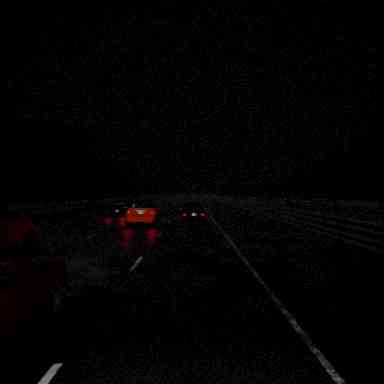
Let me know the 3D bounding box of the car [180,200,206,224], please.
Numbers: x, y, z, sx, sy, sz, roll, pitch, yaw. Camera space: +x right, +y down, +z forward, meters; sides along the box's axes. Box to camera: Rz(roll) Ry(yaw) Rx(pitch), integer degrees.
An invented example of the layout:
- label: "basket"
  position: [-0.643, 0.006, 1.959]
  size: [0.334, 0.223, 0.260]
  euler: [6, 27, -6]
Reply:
- label: "car"
  position: [0.107, 1.580, 24.835]
  size: [2.033, 1.411, 5.357]
  euler: [0, 0, 0]

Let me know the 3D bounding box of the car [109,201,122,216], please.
- label: "car"
  position: [-6.899, 1.578, 32.957]
  size: [1.812, 1.442, 4.674]
  euler: [0, 0, 0]

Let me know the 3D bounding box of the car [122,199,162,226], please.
- label: "car"
  position: [-3.389, 1.378, 24.112]
  size: [2.097, 1.767, 4.553]
  euler: [1, 0, 0]

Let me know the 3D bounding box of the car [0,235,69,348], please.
- label: "car"
  position: [-3.401, 1.604, 4.586]
  size: [1.895, 1.301, 4.718]
  euler: [0, 0, 0]

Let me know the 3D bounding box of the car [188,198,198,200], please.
- label: "car"
  position: [0.107, 1.557, 42.958]
  size: [1.882, 1.535, 5.008]
  euler: [0, 0, 0]

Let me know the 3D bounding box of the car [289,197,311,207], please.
- label: "car"
  position: [19.207, 1.696, 59.138]
  size: [2.033, 1.649, 4.856]
  euler: [0, 0, -18]

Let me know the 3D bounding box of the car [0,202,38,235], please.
- label: "car"
  position: [-6.891, 1.226, 10.246]
  size: [2.150, 2.045, 5.566]
  euler: [0, 0, 0]
